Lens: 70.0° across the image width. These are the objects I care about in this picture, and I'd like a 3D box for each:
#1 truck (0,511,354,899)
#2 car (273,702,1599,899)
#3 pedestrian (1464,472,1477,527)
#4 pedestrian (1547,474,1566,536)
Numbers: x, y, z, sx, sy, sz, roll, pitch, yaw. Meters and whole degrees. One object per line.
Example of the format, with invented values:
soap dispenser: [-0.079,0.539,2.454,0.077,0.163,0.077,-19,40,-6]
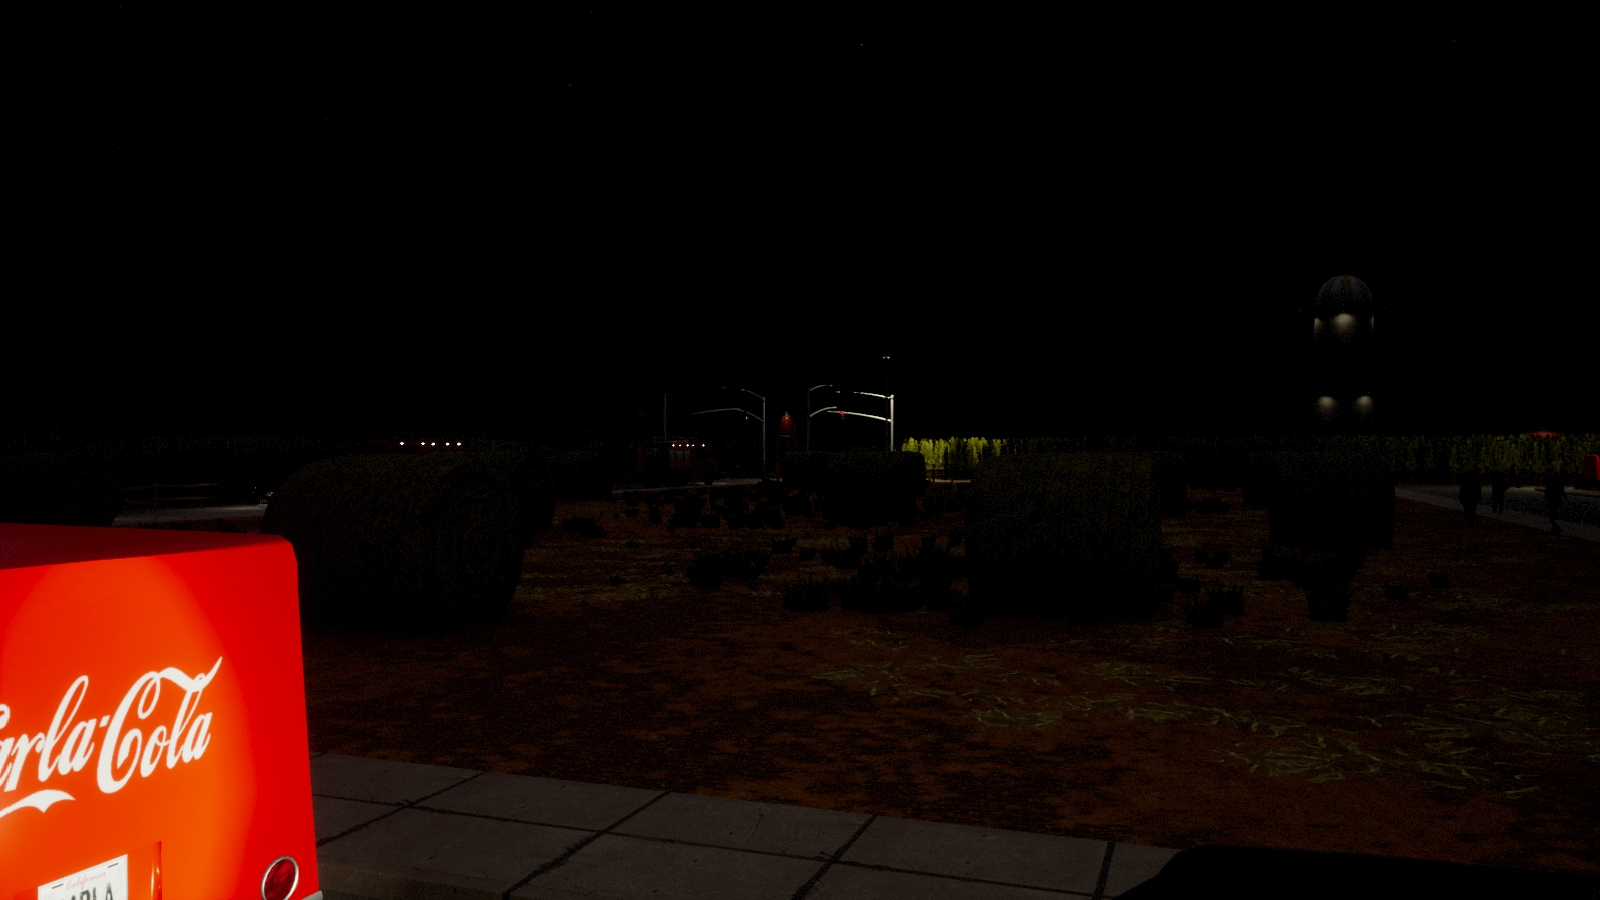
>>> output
truck: [-5.033,1.572,5.132,5.204,2.467,2.627,0,0,20]
car: [1.269,1.906,2.870,4.553,1.767,2.097,0,0,20]
pedestrian: [22.724,1.666,38.738,0.375,1.860,0.375,0,0,31]
pedestrian: [22.878,1.666,34.543,0.375,1.860,0.375,0,0,15]
